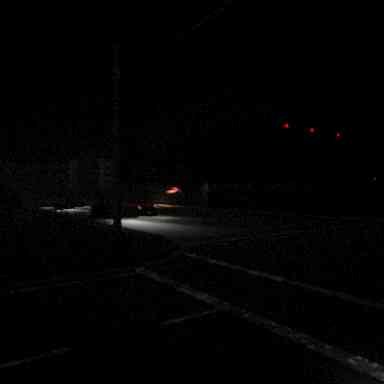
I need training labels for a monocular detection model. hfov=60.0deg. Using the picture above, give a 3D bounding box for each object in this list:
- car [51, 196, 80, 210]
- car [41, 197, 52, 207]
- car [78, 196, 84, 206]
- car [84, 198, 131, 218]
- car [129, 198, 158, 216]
[{"bbox_3d":[-16.571,1.573,43.396,1.994,1.385,4.181,0,0,-34],"label":"car"},{"bbox_3d":[-22.156,1.541,51.764,1.812,1.442,4.674,0,0,-34],"label":"car"},{"bbox_3d":[-18.084,1.363,51.924,2.097,1.767,4.553,0,0,-33],"label":"car"},{"bbox_3d":[-7.715,1.500,29.955,2.128,1.511,4.902,0,0,-34],"label":"car"},{"bbox_3d":[-5.138,1.364,32.398,2.097,1.767,4.553,0,0,-34],"label":"car"}]
